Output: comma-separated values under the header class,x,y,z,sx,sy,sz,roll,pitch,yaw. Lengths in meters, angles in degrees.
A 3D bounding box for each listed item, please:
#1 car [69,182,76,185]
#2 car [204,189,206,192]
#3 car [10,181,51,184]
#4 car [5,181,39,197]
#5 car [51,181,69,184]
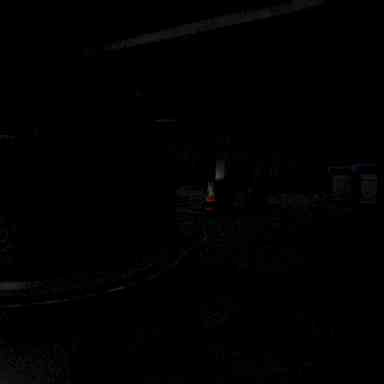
class,x,y,z,sx,sy,sz,roll,pitch,yaw
car,-25.422,-1.282,68.065,4.605,1.855,1.932,2,2,35
car,4.903,-0.325,65.594,5.027,1.636,2.152,2,2,35
car,-17.220,-0.177,35.207,3.866,1.878,1.905,2,2,35
car,-21.751,-0.462,42.425,4.605,1.855,1.932,2,2,35
car,-26.761,-1.255,65.454,3.866,1.878,1.905,2,2,35
